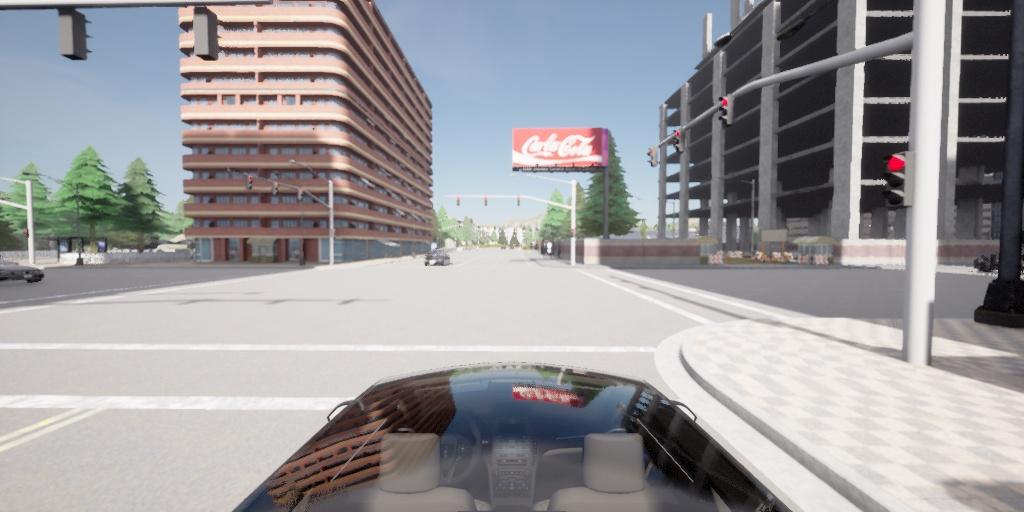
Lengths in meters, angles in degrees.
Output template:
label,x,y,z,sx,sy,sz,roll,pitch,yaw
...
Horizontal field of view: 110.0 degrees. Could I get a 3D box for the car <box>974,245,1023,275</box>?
label,x,y,z,sx,sy,sz,roll,pitch,yaw
car,35.905,0.224,24.909,5.566,2.045,2.150,0,2,1

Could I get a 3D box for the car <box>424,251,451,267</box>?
label,x,y,z,sx,sy,sz,roll,pitch,yaw
car,-6.998,0.257,33.996,2.128,1.511,4.902,0,3,0

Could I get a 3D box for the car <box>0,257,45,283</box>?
label,x,y,z,sx,sy,sz,roll,pitch,yaw
car,-26.759,0.748,18.102,4.674,1.442,1.812,0,2,0
